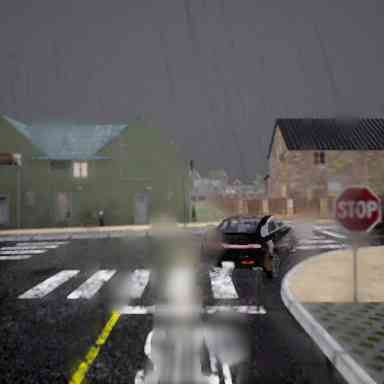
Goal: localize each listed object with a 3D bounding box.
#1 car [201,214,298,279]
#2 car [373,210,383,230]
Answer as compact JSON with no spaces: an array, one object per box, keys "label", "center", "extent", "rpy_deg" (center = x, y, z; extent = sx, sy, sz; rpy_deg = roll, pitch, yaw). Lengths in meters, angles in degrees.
[{"label":"car","center":[1.895,1.406,10.096],"extent":[2.128,1.511,4.902],"rpy_deg":[-3,2,26]},{"label":"car","center":[10.725,1.076,15.469],"extent":[5.357,1.411,2.033],"rpy_deg":[-2,0,-1]}]
